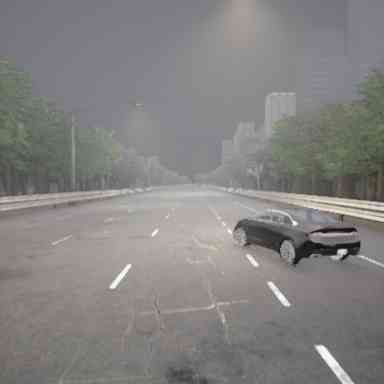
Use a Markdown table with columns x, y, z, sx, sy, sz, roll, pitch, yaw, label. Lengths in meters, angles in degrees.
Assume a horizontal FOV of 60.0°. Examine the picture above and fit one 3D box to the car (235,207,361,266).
| x | y | z | sx | sy | sz | roll | pitch | yaw | label |
| --- | --- | --- | --- | --- | --- | --- | --- | --- | --- |
| 3.039 | 1.240 | 10.705 | 2.128 | 1.511 | 4.902 | 1 | 1 | -18 | car |
